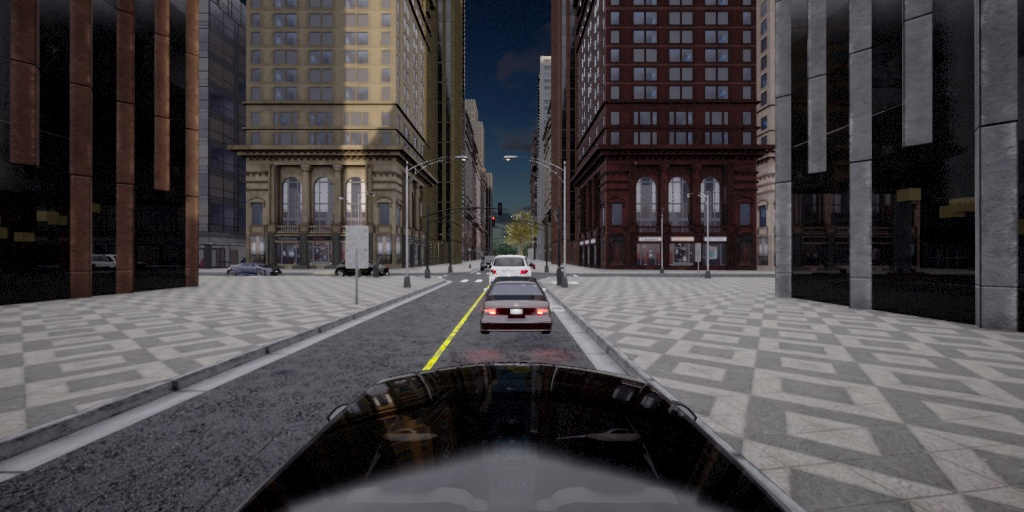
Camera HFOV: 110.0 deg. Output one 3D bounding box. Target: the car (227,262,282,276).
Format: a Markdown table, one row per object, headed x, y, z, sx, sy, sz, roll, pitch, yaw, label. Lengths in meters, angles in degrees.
| x | y | z | sx | sy | sz | roll | pitch | yaw | label |
| --- | --- | --- | --- | --- | --- | --- | --- | --- | --- |
| -23.866 | 1.235 | 33.296 | 4.181 | 1.385 | 1.994 | 0 | 0 | 0 | car |

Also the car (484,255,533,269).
| x | y | z | sx | sy | sz | roll | pitch | yaw | label |
| --- | --- | --- | --- | --- | --- | --- | --- | --- | --- |
| 0.013 | 0.970 | 20.816 | 2.150 | 2.045 | 5.566 | 0 | 0 | 4 | car |

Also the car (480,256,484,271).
| x | y | z | sx | sy | sz | roll | pitch | yaw | label |
| --- | --- | --- | --- | --- | --- | --- | --- | --- | --- |
| -3.138 | 0.967 | 49.446 | 2.150 | 2.045 | 5.566 | 0 | 0 | -1 | car |

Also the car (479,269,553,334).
| x | y | z | sx | sy | sz | roll | pitch | yaw | label |
| --- | --- | --- | --- | --- | --- | --- | --- | --- | --- |
| 0.090 | 1.297 | 10.571 | 2.033 | 1.411 | 5.357 | 0 | 0 | 0 | car |

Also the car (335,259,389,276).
| x | y | z | sx | sy | sz | roll | pitch | yaw | label |
| --- | --- | --- | --- | --- | --- | --- | --- | --- | --- |
| -13.829 | 1.052 | 33.282 | 4.553 | 1.767 | 2.097 | 0 | 0 | 0 | car |

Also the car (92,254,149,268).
| x | y | z | sx | sy | sz | roll | pitch | yaw | label |
| --- | --- | --- | --- | --- | --- | --- | --- | --- | --- |
| -37.160 | 0.859 | 33.300 | 5.566 | 2.045 | 2.150 | 0 | 0 | 0 | car |
